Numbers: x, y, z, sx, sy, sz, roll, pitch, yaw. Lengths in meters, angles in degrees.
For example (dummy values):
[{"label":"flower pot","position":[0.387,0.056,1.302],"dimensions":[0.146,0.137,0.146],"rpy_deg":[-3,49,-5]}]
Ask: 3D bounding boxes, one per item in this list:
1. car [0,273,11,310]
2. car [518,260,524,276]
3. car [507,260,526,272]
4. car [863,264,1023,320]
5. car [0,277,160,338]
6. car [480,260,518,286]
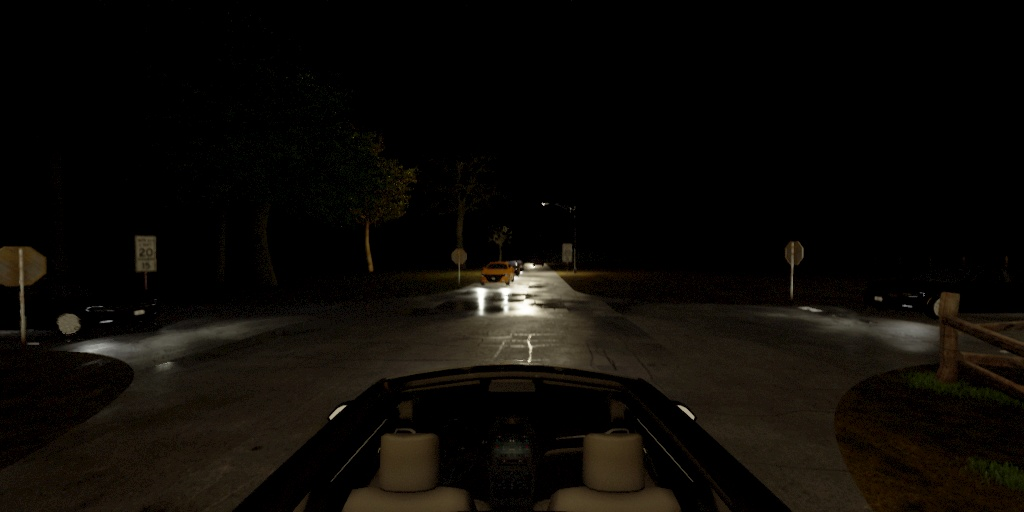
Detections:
[{"label":"car","position":[-22.690,1.462,13.773],"dimensions":[4.674,1.442,1.812],"rpy_deg":[-1,1,5]},{"label":"car","position":[-0.137,1.203,35.516],"dimensions":[2.033,1.411,5.357],"rpy_deg":[0,0,4]},{"label":"car","position":[0.637,1.198,46.148],"dimensions":[2.033,1.411,5.357],"rpy_deg":[0,0,5]},{"label":"car","position":[13.784,1.016,10.929],"dimensions":[5.008,1.535,1.882],"rpy_deg":[-1,1,3]},{"label":"car","position":[-13.011,1.354,10.207],"dimensions":[5.008,1.535,1.882],"rpy_deg":[-1,1,2]},{"label":"car","position":[-0.927,1.151,25.010],"dimensions":[1.882,1.535,5.008],"rpy_deg":[0,0,5]}]
